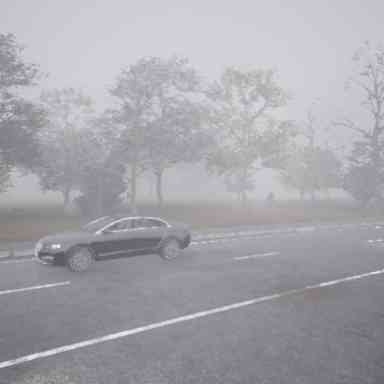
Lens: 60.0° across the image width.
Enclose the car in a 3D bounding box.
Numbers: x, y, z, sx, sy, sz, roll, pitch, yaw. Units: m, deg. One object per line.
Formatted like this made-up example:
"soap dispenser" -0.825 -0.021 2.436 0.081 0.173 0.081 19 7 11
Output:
"car" -2.322 1.462 10.699 4.902 1.511 2.128 0 0 -33
